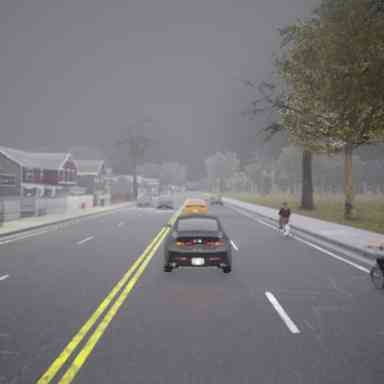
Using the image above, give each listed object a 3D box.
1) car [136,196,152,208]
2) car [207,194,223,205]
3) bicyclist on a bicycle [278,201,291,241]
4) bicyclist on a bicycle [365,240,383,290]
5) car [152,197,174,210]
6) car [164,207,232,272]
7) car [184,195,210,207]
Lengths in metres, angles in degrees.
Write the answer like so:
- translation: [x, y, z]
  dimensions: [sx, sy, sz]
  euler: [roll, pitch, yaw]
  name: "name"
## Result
- translation: [-6.277, 1.275, 44.800]
  dimensions: [1.837, 1.490, 4.892]
  euler: [0, 1, 1]
  name: "car"
- translation: [3.704, 1.314, 51.362]
  dimensions: [2.033, 1.411, 5.357]
  euler: [0, 0, 0]
  name: "car"
- translation: [4.248, 1.309, 15.394]
  dimensions: [0.659, 1.776, 1.843]
  euler: [0, 0, 0]
  name: "bicyclist on a bicycle"
- translation: [4.211, 1.413, 7.049]
  dimensions: [0.866, 1.612, 1.509]
  euler: [0, 0, 0]
  name: "bicyclist on a bicycle"
- translation: [-3.075, 1.354, 39.373]
  dimensions: [2.033, 1.411, 5.357]
  euler: [0, 0, 0]
  name: "car"
- translation: [0.167, 1.454, 10.640]
  dimensions: [1.837, 1.490, 4.892]
  euler: [0, 0, 0]
  name: "car"
- translation: [0.298, 1.341, 29.214]
  dimensions: [1.882, 1.535, 5.008]
  euler: [0, 0, 0]
  name: "car"
